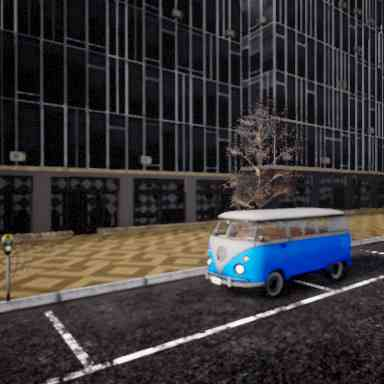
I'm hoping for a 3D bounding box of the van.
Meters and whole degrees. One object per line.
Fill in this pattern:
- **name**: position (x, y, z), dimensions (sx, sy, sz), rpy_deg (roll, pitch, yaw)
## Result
- **van**: position (2.214, 1.310, 8.139), dimensions (3.998, 1.788, 1.690), rpy_deg (0, 0, -36)
